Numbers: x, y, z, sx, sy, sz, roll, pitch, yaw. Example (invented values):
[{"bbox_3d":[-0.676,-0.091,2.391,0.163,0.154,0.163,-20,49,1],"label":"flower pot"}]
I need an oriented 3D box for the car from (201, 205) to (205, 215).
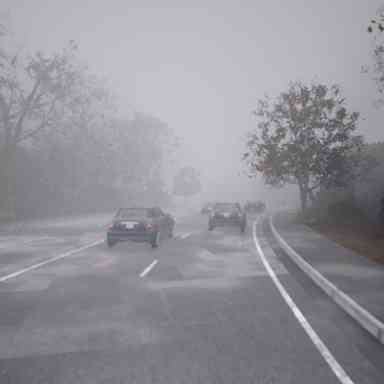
[{"bbox_3d":[2.377,1.589,34.929,1.994,1.385,4.181,-1,0,18],"label":"car"}]

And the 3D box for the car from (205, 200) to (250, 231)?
[{"bbox_3d":[2.331,1.342,20.773,2.097,1.767,4.553,0,0,11],"label":"car"}]

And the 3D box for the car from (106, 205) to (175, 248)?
[{"bbox_3d":[-2.156,1.363,15.126,2.097,1.767,4.553,0,0,8],"label":"car"}]

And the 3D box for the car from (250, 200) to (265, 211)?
[{"bbox_3d":[7.413,1.559,38.918,1.895,1.301,4.718,-1,0,20],"label":"car"}]
